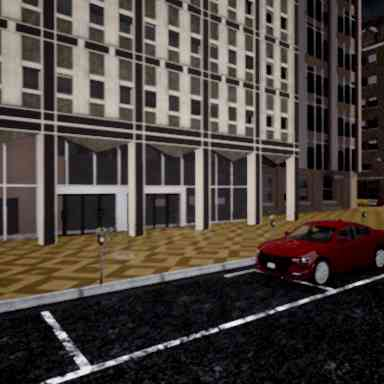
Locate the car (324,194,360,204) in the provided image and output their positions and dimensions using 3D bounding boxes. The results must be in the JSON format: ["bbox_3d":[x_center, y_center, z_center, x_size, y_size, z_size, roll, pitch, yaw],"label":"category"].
[{"bbox_3d":[23.203,1.071,51.662,1.752,1.417,4.829,0,0,-36],"label":"car"}]

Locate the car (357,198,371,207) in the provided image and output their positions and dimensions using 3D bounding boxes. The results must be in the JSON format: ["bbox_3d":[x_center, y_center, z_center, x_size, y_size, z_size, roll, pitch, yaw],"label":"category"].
[{"bbox_3d":[19.882,1.113,41.903,1.752,1.417,4.829,0,0,-36],"label":"car"}]

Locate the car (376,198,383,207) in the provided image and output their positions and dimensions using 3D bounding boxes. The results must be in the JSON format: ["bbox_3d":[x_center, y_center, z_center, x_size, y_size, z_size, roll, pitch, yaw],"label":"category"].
[{"bbox_3d":[23.078,1.180,37.436,1.802,1.307,4.206,0,0,-36],"label":"car"}]

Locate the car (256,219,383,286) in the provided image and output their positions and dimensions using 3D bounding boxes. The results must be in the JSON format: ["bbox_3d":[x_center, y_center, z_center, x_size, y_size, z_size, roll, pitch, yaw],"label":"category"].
[{"bbox_3d":[3.707,1.472,9.190,4.507,1.381,1.887,-1,1,-35],"label":"car"}]
